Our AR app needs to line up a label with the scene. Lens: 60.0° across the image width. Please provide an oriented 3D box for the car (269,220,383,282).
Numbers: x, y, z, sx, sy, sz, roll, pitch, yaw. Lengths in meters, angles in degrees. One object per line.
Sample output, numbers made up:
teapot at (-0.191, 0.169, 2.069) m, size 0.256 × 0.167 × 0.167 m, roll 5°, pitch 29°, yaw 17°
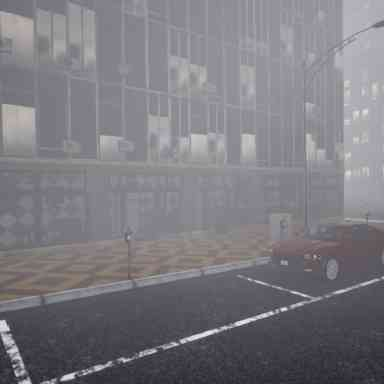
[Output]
car at (4.154, 1.542, 9.716) m, size 4.507 × 1.381 × 1.887 m, roll 0°, pitch -1°, yaw -36°

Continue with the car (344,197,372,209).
car at (18.691, 1.275, 39.598) m, size 1.752 × 1.417 × 4.829 m, roll -1°, pitch 1°, yaw -35°
